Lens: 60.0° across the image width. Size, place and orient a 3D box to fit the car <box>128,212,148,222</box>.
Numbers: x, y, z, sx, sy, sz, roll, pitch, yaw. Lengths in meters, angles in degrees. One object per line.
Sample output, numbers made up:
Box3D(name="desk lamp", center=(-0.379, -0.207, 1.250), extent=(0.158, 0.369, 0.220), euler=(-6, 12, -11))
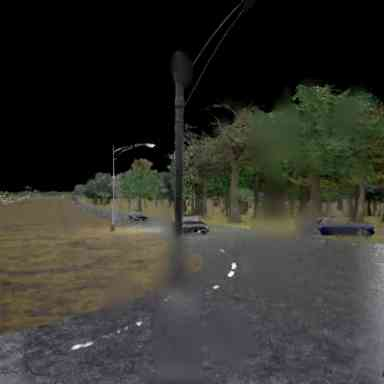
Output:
Box3D(name="car", center=(-7.290, 3.376, 44.734), extent=(1.895, 1.301, 4.718), euler=(1, -2, -20))

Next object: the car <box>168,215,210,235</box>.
Box3D(name="car", center=(-0.401, 2.531, 26.124), extent=(2.033, 1.411, 5.357), euler=(1, -3, -20))

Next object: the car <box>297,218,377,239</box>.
Box3D(name="car", center=(9.499, 2.373, 22.101), extent=(4.718, 1.301, 1.895), euler=(-1, -3, 13))
